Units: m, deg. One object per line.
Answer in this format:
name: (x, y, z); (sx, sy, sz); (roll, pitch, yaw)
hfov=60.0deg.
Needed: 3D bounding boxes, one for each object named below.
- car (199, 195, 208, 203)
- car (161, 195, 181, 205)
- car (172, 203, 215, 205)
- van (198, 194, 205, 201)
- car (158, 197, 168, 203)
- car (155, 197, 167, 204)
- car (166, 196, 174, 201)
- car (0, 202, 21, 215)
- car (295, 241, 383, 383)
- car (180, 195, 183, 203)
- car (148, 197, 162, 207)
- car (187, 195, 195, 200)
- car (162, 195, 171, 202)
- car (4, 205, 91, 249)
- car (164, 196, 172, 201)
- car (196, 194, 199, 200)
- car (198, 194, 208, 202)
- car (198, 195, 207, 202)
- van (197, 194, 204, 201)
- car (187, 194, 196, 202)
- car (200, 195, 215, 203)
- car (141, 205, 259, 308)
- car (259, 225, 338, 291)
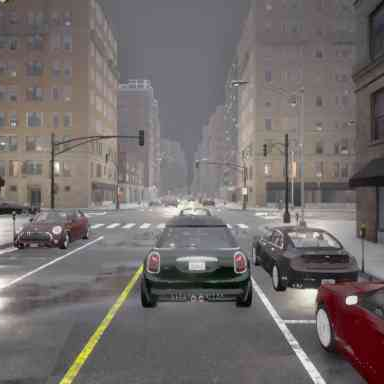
car: (2.512, 1.541, 74.699); (1.967, 1.590, 4.097); (0, 0, 0)
car: (-3.078, 1.588, 50.289); (2.033, 1.411, 5.357); (0, 0, -1)
car: (0.135, 1.497, 15.443); (2.128, 1.511, 4.902); (0, 0, 0)
van: (2.435, 1.481, 85.714); (1.690, 1.788, 3.998); (0, 0, 0)
car: (-5.975, 1.665, 69.138); (1.802, 1.307, 4.206); (0, 0, 0)
car: (-5.936, 1.613, 63.630); (1.887, 1.381, 4.507); (0, 0, 0)
car: (-6.131, 1.728, 91.170); (1.947, 1.339, 4.313); (0, 0, 0)
car: (-16.318, 1.532, 30.289); (4.718, 1.301, 1.895); (0, 0, 0)
car: (2.683, 1.545, 3.252); (1.887, 1.381, 4.507); (0, 0, 0)
car: (-3.131, 1.661, 60.106); (1.895, 1.301, 4.718); (0, 0, 0)
car: (-5.858, 1.595, 52.614); (2.008, 1.369, 4.403); (0, 0, 0)
car: (-0.269, 1.543, 90.149); (1.994, 1.385, 4.181); (0, 0, 0)
car: (-6.052, 1.559, 80.154); (1.967, 1.590, 4.097); (0, 0, 0)
car: (-5.816, 1.445, 14.252); (1.967, 1.590, 4.097); (0, 0, 0)
car: (-6.092, 1.721, 85.662); (1.802, 1.307, 4.206); (0, 0, 0)
car: (2.551, 1.399, 69.192); (2.192, 1.841, 5.009); (0, 0, 0)
car: (2.588, 1.595, 63.855); (1.752, 1.417, 4.829); (0, 0, 0)
car: (2.473, 1.559, 80.205); (1.967, 1.590, 4.097); (0, 0, 0)
van: (2.395, 1.504, 91.220); (1.690, 1.788, 3.998); (0, 0, 0)
car: (-0.198, 1.707, 80.174); (1.895, 1.301, 4.718); (0, 0, 0)
car: (2.667, 1.590, 52.671); (1.887, 1.381, 4.507); (0, 0, 0)
car: (0.068, 1.355, 8.115); (2.097, 1.767, 4.553); (0, 0, -1)
car: (2.696, 1.553, 8.744); (2.008, 1.369, 4.403); (0, 0, 0)
